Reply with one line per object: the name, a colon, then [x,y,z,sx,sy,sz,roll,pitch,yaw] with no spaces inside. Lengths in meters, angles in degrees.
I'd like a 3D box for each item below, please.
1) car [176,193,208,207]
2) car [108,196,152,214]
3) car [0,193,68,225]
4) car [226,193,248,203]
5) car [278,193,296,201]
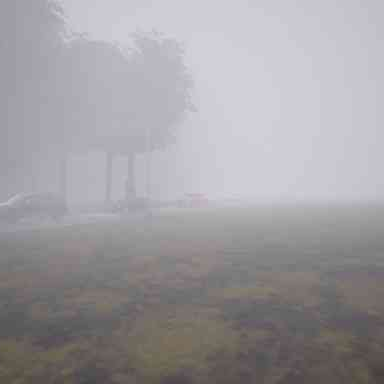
car: [0.064,0.891,40.674,2.097,1.767,4.553,0,1,36]
car: [-5.938,1.211,32.320,1.837,1.490,4.892,0,1,36]
car: [-11.778,1.106,24.143,2.150,2.045,5.566,0,1,34]
car: [6.888,0.899,50.092,1.812,1.442,4.674,0,1,36]
car: [17.021,0.831,59.281,1.895,1.301,4.718,0,1,36]
